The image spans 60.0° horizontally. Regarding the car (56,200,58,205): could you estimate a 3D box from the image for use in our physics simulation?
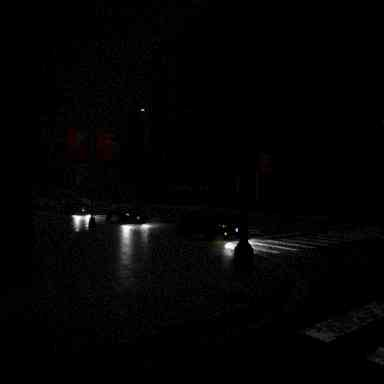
[{"bbox_3d":[-25.216,1.857,65.177,1.895,1.301,4.718,0,0,-36],"label":"car"}]

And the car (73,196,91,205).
[{"bbox_3d":[-21.996,1.612,66.267,2.097,1.767,4.553,0,0,-36],"label":"car"}]

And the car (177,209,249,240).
[{"bbox_3d":[0.982,1.603,17.212,1.994,1.385,4.181,0,0,-35],"label":"car"}]

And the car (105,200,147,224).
[{"bbox_3d":[-5.227,1.607,25.880,1.812,1.442,4.674,0,0,-36],"label":"car"}]

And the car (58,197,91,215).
[{"bbox_3d":[-12.566,1.622,36.107,2.128,1.511,4.902,0,0,-35],"label":"car"}]
